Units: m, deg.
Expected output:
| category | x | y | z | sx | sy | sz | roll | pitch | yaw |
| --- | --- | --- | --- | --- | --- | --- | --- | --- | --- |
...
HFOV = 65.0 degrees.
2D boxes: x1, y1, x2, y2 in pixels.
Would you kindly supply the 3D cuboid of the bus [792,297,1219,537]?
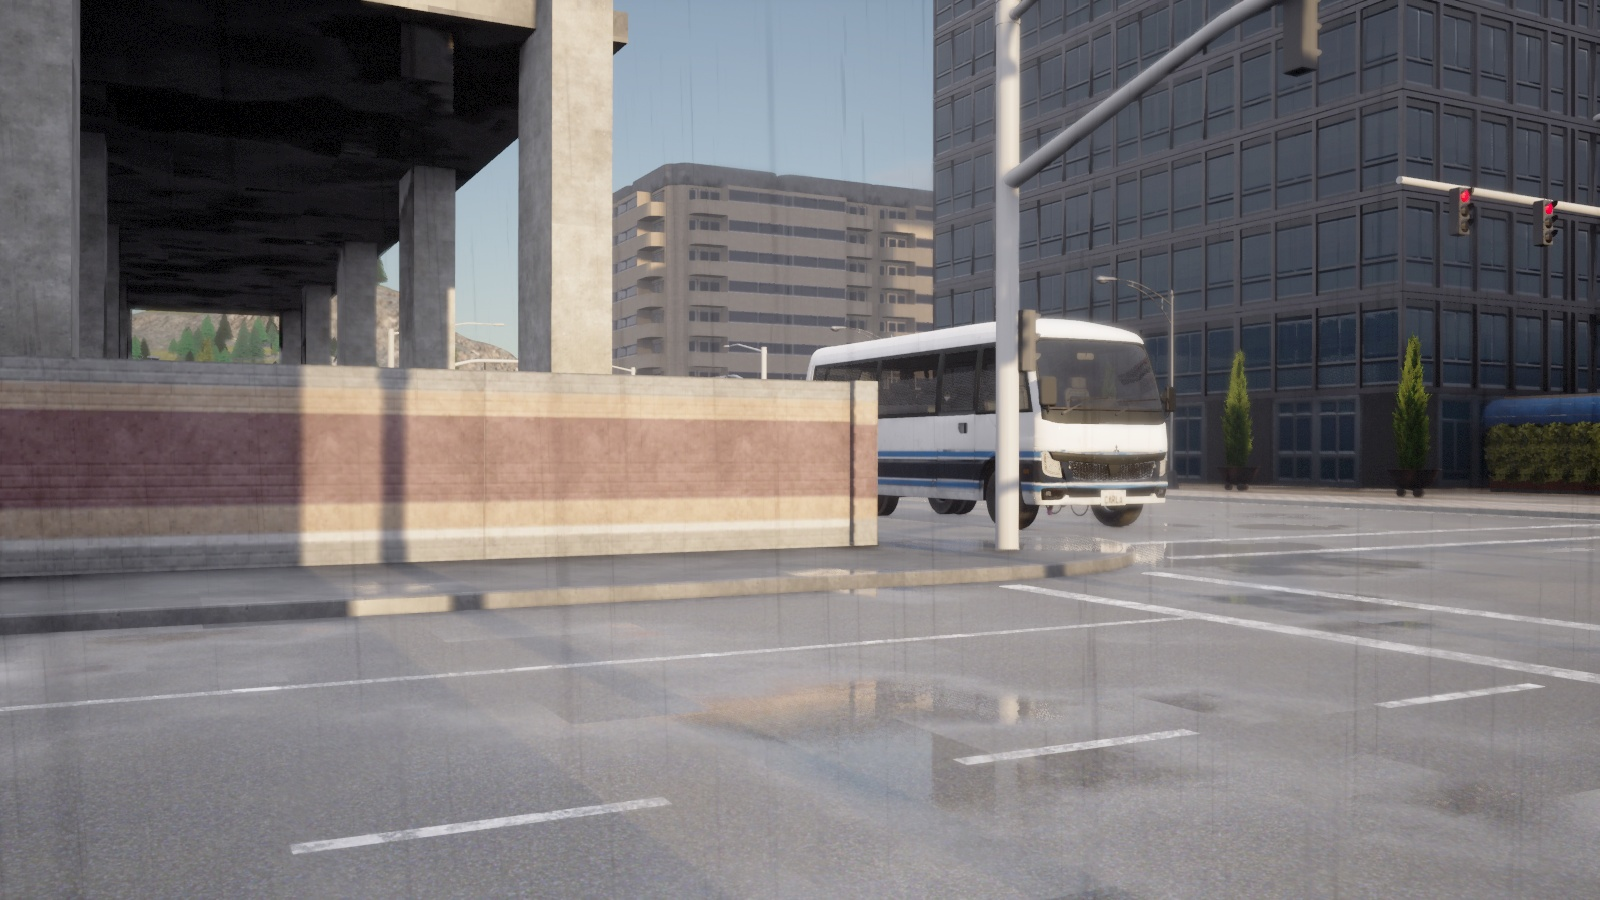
| category | x | y | z | sx | sy | sz | roll | pitch | yaw |
| --- | --- | --- | --- | --- | --- | --- | --- | --- | --- |
| bus | 3.924 | -0.572 | 27.768 | 3.944 | 4.253 | 10.273 | 0 | 0 | -27 |
